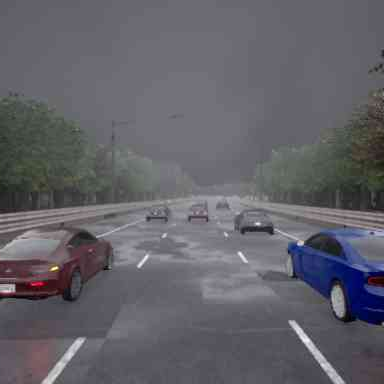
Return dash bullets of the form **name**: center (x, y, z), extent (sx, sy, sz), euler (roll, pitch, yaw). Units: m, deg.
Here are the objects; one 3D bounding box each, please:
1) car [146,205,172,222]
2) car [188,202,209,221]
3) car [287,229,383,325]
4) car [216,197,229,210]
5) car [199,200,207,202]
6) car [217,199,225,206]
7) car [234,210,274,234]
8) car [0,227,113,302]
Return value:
- **car**: center (-2.911, 1.895, 30.014), extent (2.033, 1.411, 5.357), euler (0, -1, 2)
- **car**: center (0.628, 1.912, 31.194), extent (2.033, 1.411, 5.357), euler (0, -1, 2)
- **car**: center (3.550, 1.553, 7.350), extent (1.882, 1.535, 5.008), euler (0, -1, 1)
- **car**: center (5.255, 2.057, 57.178), extent (2.097, 1.767, 4.553), euler (0, -1, 3)
- **car**: center (1.944, 2.212, 58.768), extent (2.128, 1.511, 4.902), euler (0, -1, 3)
- **car**: center (6.952, 2.467, 81.000), extent (1.882, 1.535, 5.008), euler (0, -1, 5)
- **car**: center (3.762, 1.797, 20.748), extent (1.994, 1.385, 4.181), euler (0, -1, 1)
- **car**: center (-3.345, 1.611, 8.362), extent (1.812, 1.442, 4.674), euler (0, -1, 1)
